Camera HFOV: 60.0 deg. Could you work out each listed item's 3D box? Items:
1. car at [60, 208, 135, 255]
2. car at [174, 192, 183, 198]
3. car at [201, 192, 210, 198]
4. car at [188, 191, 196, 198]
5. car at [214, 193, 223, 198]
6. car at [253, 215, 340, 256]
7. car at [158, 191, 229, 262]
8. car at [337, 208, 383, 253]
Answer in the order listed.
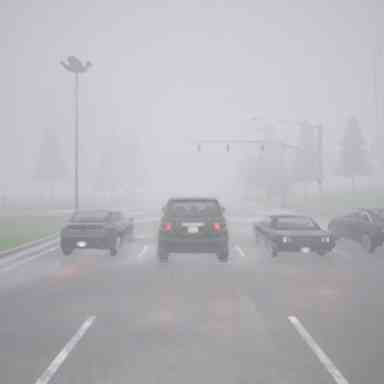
[{"bbox_3d":[-3.435,1.401,12.842,1.837,1.490,4.892,0,0,0],"label":"car"},{"bbox_3d":[-3.485,0.843,88.051,2.033,1.411,5.357,0,0,0],"label":"car"},{"bbox_3d":[3.515,0.828,88.050,2.128,1.511,4.902,0,0,0],"label":"car"},{"bbox_3d":[0.015,0.656,88.436,2.097,1.767,4.553,0,0,0],"label":"car"},{"bbox_3d":[7.015,0.852,88.433,1.994,1.385,4.181,0,0,0],"label":"car"},{"bbox_3d":[3.564,1.501,12.603,1.895,1.301,4.718,0,0,0],"label":"car"},{"bbox_3d":[0.057,1.127,11.947,2.150,2.045,5.566,0,0,1],"label":"car"},{"bbox_3d":[7.067,1.387,13.147,2.128,1.511,4.902,0,0,0],"label":"car"}]
